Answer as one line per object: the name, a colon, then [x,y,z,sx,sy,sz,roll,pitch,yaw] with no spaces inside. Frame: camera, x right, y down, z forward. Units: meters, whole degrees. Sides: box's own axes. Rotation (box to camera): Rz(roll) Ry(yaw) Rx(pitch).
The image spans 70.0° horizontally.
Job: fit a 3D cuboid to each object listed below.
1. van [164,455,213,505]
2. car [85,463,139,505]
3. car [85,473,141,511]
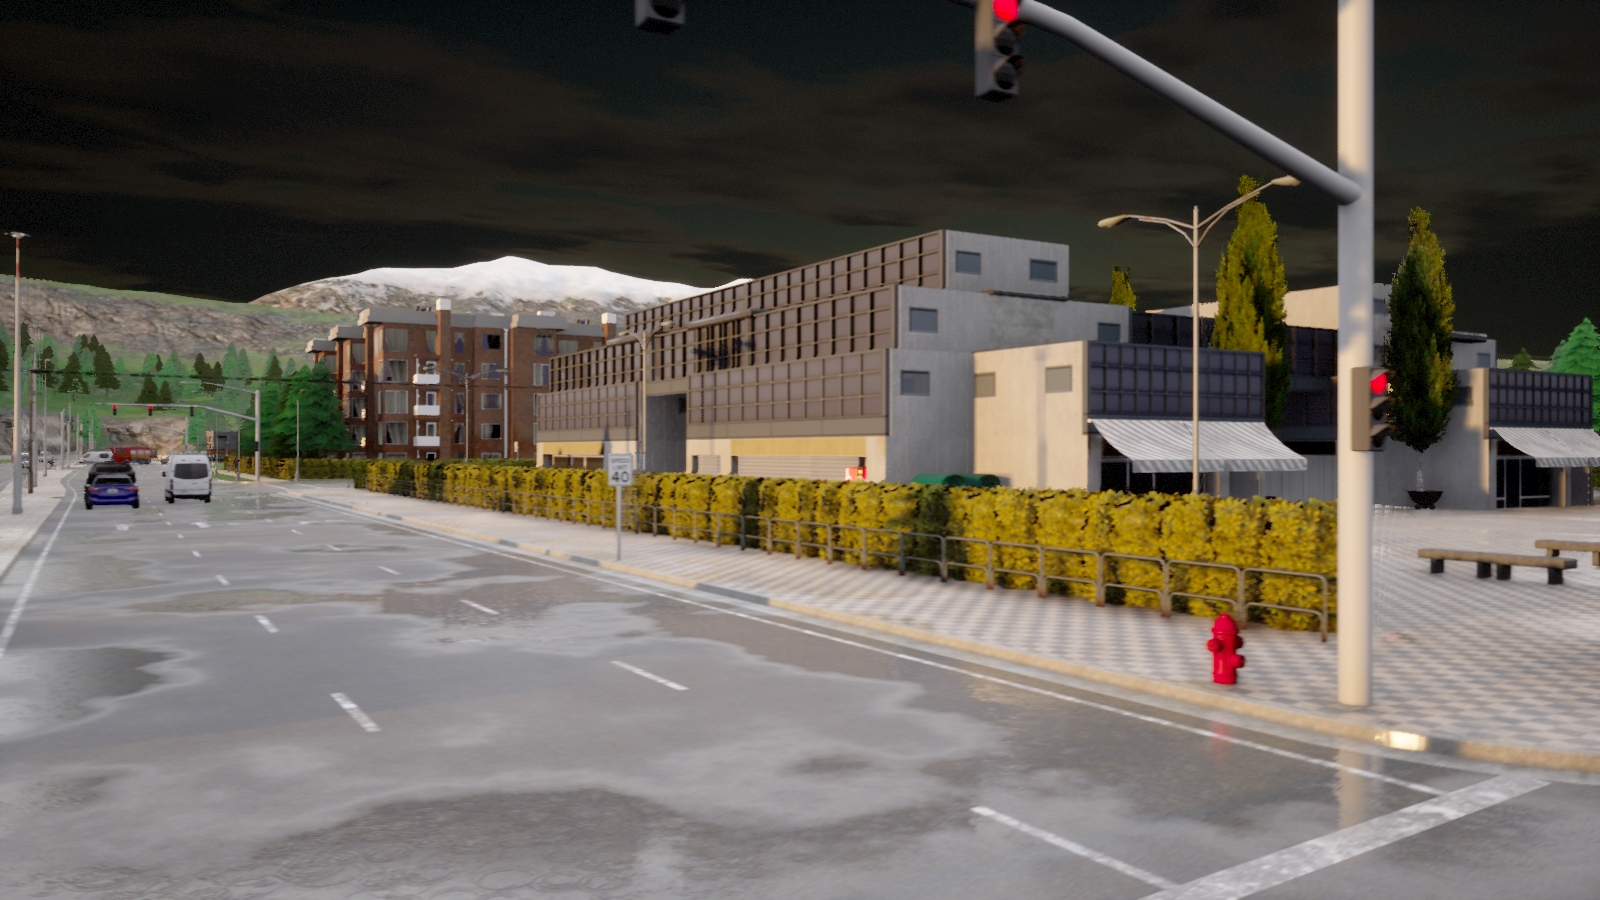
van: [-33.084,1.540,61.704,1.988,2.561,5.915,0,0,-31]
car: [-36.906,1.757,61.262,2.390,2.098,6.274,0,0,-31]
car: [-33.227,1.971,55.241,2.242,1.667,4.611,0,0,-31]
